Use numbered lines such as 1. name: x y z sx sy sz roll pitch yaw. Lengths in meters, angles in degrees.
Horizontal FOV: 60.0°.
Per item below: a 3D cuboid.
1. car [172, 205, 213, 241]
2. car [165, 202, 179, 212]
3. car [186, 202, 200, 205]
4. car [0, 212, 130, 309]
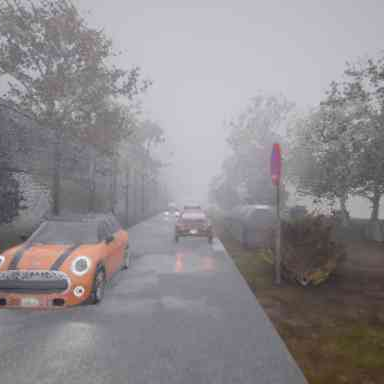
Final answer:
1. car: 0.083 1.631 17.252 1.812 1.442 4.674 0 -1 0
2. car: -2.834 2.213 48.937 1.812 1.442 4.674 0 -1 0
3. car: 0.067 1.854 35.480 1.882 1.535 5.008 0 -1 0
4. car: -2.879 1.373 8.121 2.097 1.767 4.553 1 0 0
